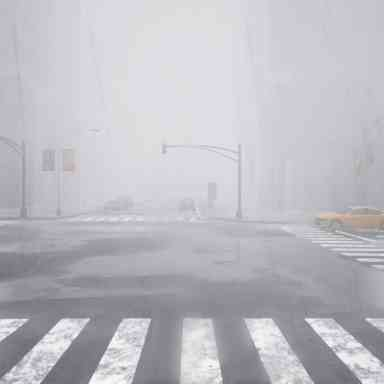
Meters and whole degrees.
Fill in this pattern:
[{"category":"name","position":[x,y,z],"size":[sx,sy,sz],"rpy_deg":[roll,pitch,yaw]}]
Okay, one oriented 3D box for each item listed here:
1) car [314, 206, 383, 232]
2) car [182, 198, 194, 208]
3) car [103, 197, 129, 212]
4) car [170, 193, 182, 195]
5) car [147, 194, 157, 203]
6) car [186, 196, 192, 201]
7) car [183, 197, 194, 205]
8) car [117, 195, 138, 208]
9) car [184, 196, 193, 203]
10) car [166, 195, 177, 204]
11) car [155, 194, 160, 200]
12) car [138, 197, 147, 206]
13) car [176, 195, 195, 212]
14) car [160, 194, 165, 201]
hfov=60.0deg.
[{"category":"car","position":[10.309,1.645,20.964],"size":[5.008,1.535,1.882],"rpy_deg":[1,0,0]},{"category":"car","position":[-0.615,1.614,49.900],"size":[1.802,1.307,4.206],"rpy_deg":[0,0,0]},{"category":"car","position":[-9.083,1.574,39.009],"size":[1.947,1.339,4.313],"rpy_deg":[0,0,0]},{"category":"car","position":[-3.507,1.558,75.629],"size":[1.837,1.490,4.892],"rpy_deg":[0,0,0]},{"category":"car","position":[-9.252,1.668,71.565],"size":[1.802,1.307,4.206],"rpy_deg":[0,0,0]},{"category":"car","position":[-0.841,1.695,93.300],"size":[1.887,1.381,4.507],"rpy_deg":[0,0,0]},{"category":"car","position":[-0.671,1.603,60.750],"size":[1.887,1.381,4.507],"rpy_deg":[0,0,0]},{"category":"car","position":[-9.112,1.335,44.436],"size":[2.192,1.841,5.009],"rpy_deg":[0,0,0]},{"category":"car","position":[-0.728,1.612,71.770],"size":[1.752,1.417,4.829],"rpy_deg":[0,0,0]},{"category":"car","position":[-3.456,1.671,65.662],"size":[1.895,1.301,4.718],"rpy_deg":[0,0,0]},{"category":"car","position":[-9.281,1.416,76.992],"size":[2.192,1.841,5.009],"rpy_deg":[0,0,0]},{"category":"car","position":[-9.167,1.570,55.117],"size":[1.752,1.417,4.829],"rpy_deg":[0,0,0]},{"category":"car","position":[-0.559,1.448,39.051],"size":[1.967,1.590,4.097],"rpy_deg":[0,0,0]},{"category":"car","position":[-9.365,1.695,93.268],"size":[1.887,1.381,4.507],"rpy_deg":[0,0,0]}]
